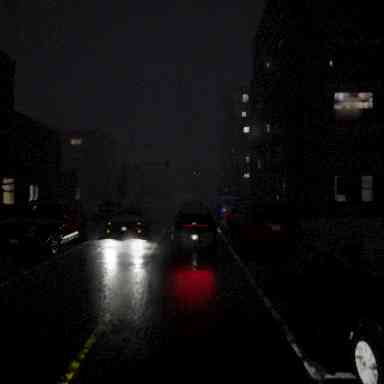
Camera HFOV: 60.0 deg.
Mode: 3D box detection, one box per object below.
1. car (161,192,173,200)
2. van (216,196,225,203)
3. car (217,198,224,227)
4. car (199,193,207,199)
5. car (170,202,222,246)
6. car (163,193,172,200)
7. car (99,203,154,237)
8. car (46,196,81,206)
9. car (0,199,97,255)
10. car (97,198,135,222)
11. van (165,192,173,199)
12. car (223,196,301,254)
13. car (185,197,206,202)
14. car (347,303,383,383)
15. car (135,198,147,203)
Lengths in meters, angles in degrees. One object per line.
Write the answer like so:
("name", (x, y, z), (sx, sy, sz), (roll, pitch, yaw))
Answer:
("car", (-5.770, 1.109, 72.696), (1.887, 1.381, 4.507), (1, 0, 0))
("van", (2.702, 1.198, 23.920), (1.690, 1.788, 3.998), (1, 0, 0))
("car", (2.702, 1.329, 18.513), (1.967, 1.590, 4.097), (1, 0, 0))
("car", (2.686, 0.935, 84.127), (1.967, 1.590, 4.097), (1, 0, 0))
("car", (0.093, 1.415, 14.802), (1.837, 1.490, 4.892), (0, 0, 0))
("car", (-5.695, 1.074, 78.377), (1.887, 1.381, 4.507), (1, 0, 0))
("car", (-3.102, 1.461, 17.095), (1.994, 1.385, 4.181), (0, 0, 0))
("car", (-19.311, 1.315, 49.992), (4.507, 1.381, 1.887), (0, 0, 1))
("car", (-5.674, 1.237, 13.111), (2.192, 1.841, 5.009), (1, 0, 0))
("car", (-5.679, 1.297, 23.926), (1.967, 1.590, 4.097), (1, 0, 0))
("van", (-5.692, 0.836, 84.063), (1.690, 1.788, 3.998), (1, 0, 0))
("car", (2.705, 1.236, 13.106), (2.192, 1.841, 5.009), (1, 0, 0))
("car", (0.090, 1.417, 30.640), (1.895, 1.301, 4.718), (0, 0, 0))
("car", (2.704, 1.536, 2.293), (2.008, 1.369, 4.403), (1, 0, 0))
("car", (-5.685, 1.343, 34.741), (2.008, 1.369, 4.403), (1, 0, 0))
